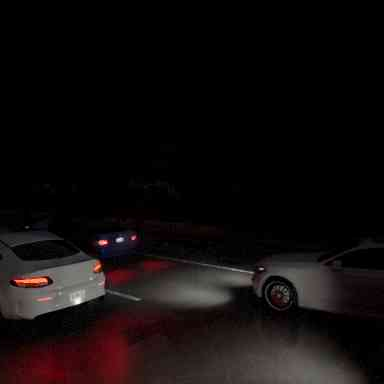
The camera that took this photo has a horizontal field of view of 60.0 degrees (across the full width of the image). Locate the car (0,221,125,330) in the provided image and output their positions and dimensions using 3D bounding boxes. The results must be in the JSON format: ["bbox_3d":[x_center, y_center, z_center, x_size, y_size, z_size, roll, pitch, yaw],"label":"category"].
[{"bbox_3d":[-3.696,1.455,6.663,4.674,1.442,1.812,1,1,36],"label":"car"}]

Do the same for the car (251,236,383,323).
[{"bbox_3d":[3.356,1.525,5.898,4.674,1.442,1.812,0,0,36],"label":"car"}]

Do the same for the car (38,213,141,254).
[{"bbox_3d":[-4.168,1.430,11.322,5.357,1.411,2.033,1,1,36],"label":"car"}]
